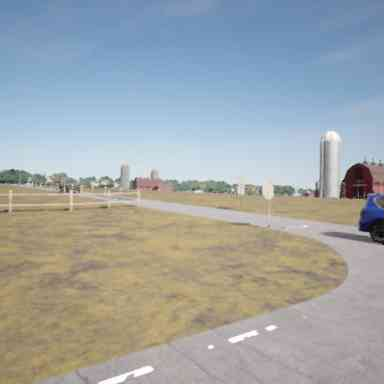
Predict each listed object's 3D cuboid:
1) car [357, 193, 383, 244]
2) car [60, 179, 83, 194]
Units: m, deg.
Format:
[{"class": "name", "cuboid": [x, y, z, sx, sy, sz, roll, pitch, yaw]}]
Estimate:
[{"class": "car", "cuboid": [9.227, 1.163, 12.471, 2.150, 2.045, 5.566, 1, 2, -36]}, {"class": "car", "cuboid": [-18.526, -0.926, 50.896, 2.150, 2.045, 5.566, 2, 1, -36]}]
